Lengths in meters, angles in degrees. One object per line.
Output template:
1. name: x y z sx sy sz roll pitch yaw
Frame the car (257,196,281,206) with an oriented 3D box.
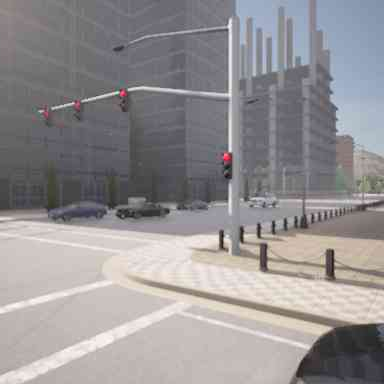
1. car: 13.042 1.415 55.920 2.128 1.511 4.902 0 0 36

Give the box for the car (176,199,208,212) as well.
1. car: 0.067 1.485 38.109 1.994 1.385 4.181 0 0 36

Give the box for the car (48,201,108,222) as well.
1. car: -8.769 1.448 25.887 1.812 1.442 4.674 0 0 38

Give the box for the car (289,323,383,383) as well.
1. car: 2.711 1.565 2.033 4.181 1.385 1.994 0 0 36

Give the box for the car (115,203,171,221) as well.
1. car: -3.874 1.526 26.676 1.895 1.301 4.718 0 0 36

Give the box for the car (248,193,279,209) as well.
1. car: 9.665 1.145 45.397 2.150 2.045 5.566 0 0 36
